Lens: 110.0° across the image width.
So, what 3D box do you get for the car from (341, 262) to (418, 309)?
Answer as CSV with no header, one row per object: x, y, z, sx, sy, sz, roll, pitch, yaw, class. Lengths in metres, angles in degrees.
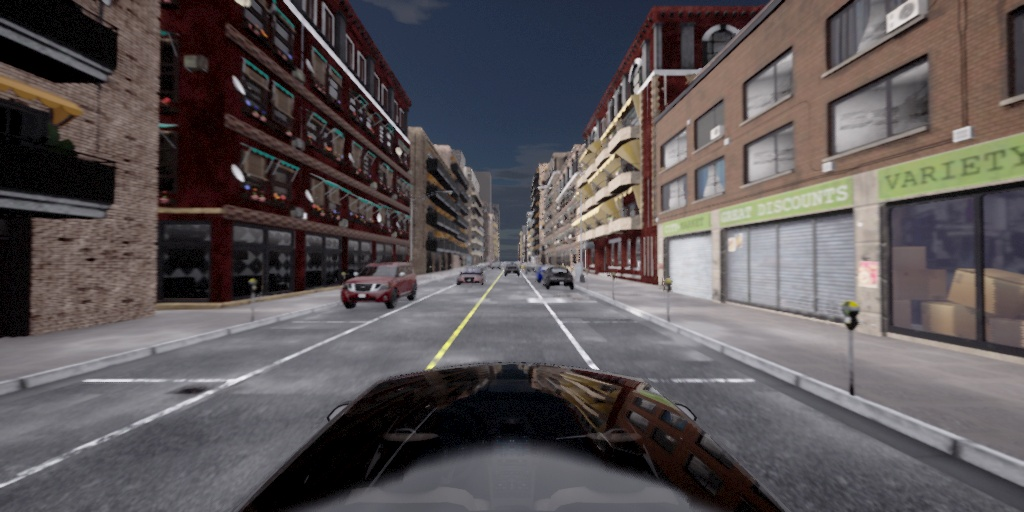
-5.691,1.215,16.101,2.192,1.841,5.009,0,0,0,car

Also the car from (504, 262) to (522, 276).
0.037,1.714,45.273,1.837,1.490,4.892,0,-1,1,car

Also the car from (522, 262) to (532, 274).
2.690,1.804,49.912,2.007,1.370,4.403,0,0,0,car

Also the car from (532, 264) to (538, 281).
3.140,1.546,32.100,1.882,1.535,5.008,0,-1,0,car

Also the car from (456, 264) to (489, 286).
-3.097,1.588,27.947,1.994,1.385,4.181,0,-1,0,car

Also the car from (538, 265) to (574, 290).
3.146,1.499,25.101,1.837,1.490,4.892,0,-1,0,car
